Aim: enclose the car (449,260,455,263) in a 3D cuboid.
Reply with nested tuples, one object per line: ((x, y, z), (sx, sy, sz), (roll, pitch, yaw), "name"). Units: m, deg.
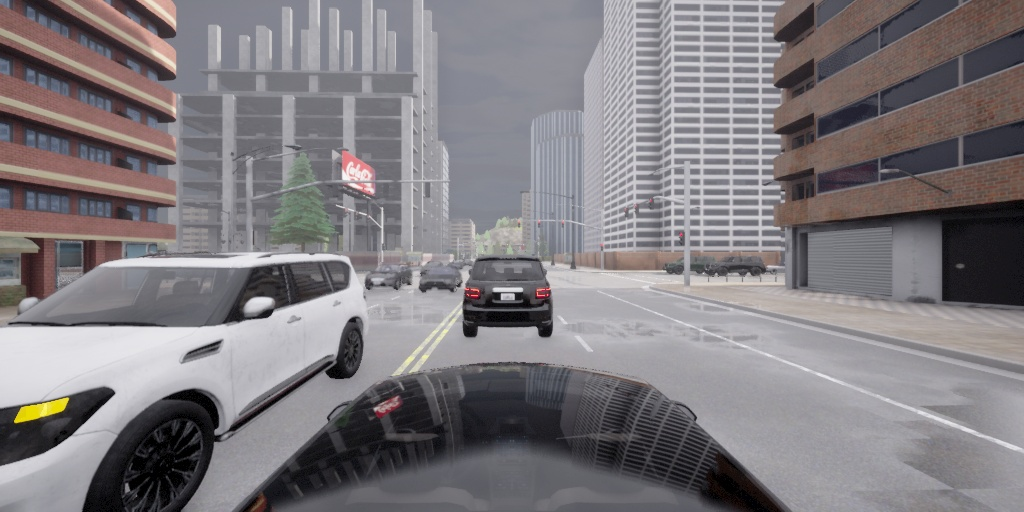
((-8.101, 1.314, 51.801), (1.994, 1.385, 4.181), (0, 0, -1), "car")

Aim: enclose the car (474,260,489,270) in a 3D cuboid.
((-4.655, 1.314, 54.631), (1.994, 1.385, 4.181), (0, 0, -1), "car")

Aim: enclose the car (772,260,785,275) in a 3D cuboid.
((29.523, 1.351, 39.234), (4.718, 1.301, 1.895), (0, 0, -1), "car")

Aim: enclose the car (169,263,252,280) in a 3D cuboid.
((-25.618, 1.297, 30.627), (5.357, 1.411, 2.033), (0, 0, -1), "car")

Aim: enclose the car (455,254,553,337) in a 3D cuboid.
((-0.118, 0.971, 10.407), (2.150, 2.045, 5.566), (0, 0, -1), "car")

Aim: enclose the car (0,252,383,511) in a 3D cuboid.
((-3.639, 0.969, 4.360), (2.150, 2.045, 5.566), (0, 0, -2), "car")

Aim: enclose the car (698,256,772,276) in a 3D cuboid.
((22.003, 0.971, 35.555), (5.566, 2.045, 2.150), (0, 0, -2), "car")

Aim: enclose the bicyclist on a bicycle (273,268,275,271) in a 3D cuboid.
((-28.696, 1.051, 42.535), (0.582, 1.620, 1.656), (0, 0, -1), "bicyclist on a bicycle")

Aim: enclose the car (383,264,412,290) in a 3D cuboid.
((-7.505, 1.242, 22.288), (2.128, 1.511, 4.902), (0, 0, -1), "car")

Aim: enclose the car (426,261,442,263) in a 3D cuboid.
((-7.776, 1.254, 35.598), (1.837, 1.490, 4.892), (0, 0, -1), "car")

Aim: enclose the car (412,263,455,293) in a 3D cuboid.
((-3.975, 1.297, 20.859), (2.033, 1.411, 5.357), (0, 0, -1), "car")

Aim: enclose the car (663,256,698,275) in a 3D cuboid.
((19.393, 0.972, 38.985), (5.566, 2.045, 2.150), (0, 0, -1), "car")
